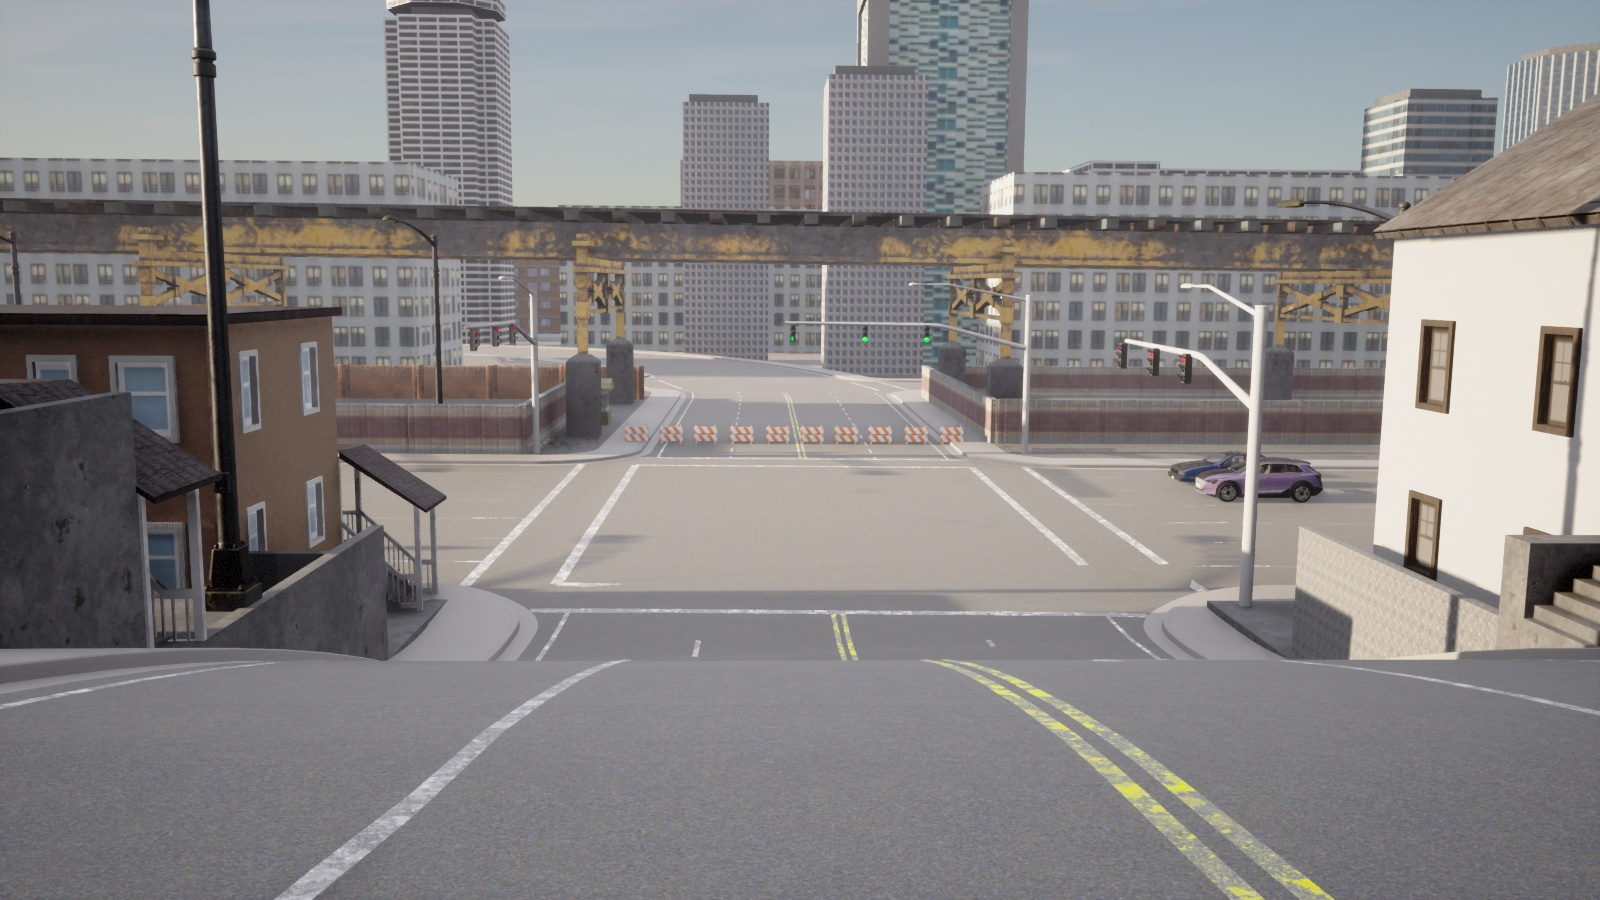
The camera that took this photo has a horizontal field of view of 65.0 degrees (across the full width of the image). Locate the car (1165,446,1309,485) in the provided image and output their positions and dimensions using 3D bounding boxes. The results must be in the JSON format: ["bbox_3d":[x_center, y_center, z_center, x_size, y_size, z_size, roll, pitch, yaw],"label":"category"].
[{"bbox_3d":[18.593,0.645,53.627,5.357,1.411,2.033,0,8,0],"label":"car"}]

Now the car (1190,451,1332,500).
[{"bbox_3d":[18.328,0.991,50.137,4.856,1.649,2.033,0,8,0],"label":"car"}]
